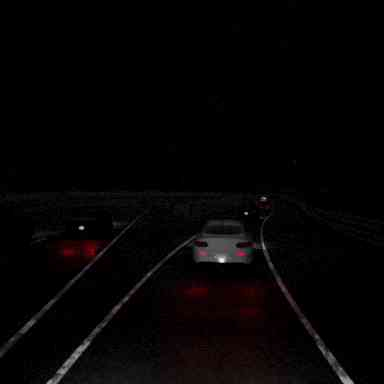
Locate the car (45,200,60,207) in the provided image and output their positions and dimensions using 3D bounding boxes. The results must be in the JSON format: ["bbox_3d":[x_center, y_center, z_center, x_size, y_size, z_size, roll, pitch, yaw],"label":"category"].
[{"bbox_3d":[-32.064,2.588,76.780,1.837,1.490,4.892,0,-2,-5],"label":"car"}]

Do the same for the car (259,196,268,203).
[{"bbox_3d":[16.264,1.637,75.466,1.812,1.442,4.674,0,1,11],"label":"car"}]

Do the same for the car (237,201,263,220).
[{"bbox_3d":[5.212,1.848,30.708,1.994,1.385,4.181,0,-1,15],"label":"car"}]

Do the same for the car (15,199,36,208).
[{"bbox_3d":[-30.668,2.146,61.422,1.882,1.535,5.008,0,-1,-5],"label":"car"}]

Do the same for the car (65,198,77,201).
[{"bbox_3d":[-28.755,2.400,79.072,2.150,2.045,5.566,0,-2,-5],"label":"car"}]

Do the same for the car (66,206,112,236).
[{"bbox_3d":[-5.723,1.572,18.941,2.128,1.511,4.902,0,0,-5],"label":"car"}]

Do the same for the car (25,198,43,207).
[{"bbox_3d":[-35.372,2.359,74.519,2.097,1.767,4.553,0,-2,-5],"label":"car"}]

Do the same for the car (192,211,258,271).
[{"bbox_3d":[1.086,1.594,11.194,1.812,1.442,4.674,0,0,7],"label":"car"}]

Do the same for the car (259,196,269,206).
[{"bbox_3d":[14.190,1.859,65.570,2.128,1.511,4.902,0,0,12],"label":"car"}]

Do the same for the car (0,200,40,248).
[{"bbox_3d":[-8.739,1.378,14.573,2.097,1.767,4.553,0,0,-5],"label":"car"}]

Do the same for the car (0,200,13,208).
[{"bbox_3d":[-33.961,2.135,58.991,2.033,1.411,5.357,0,-1,-5],"label":"car"}]
